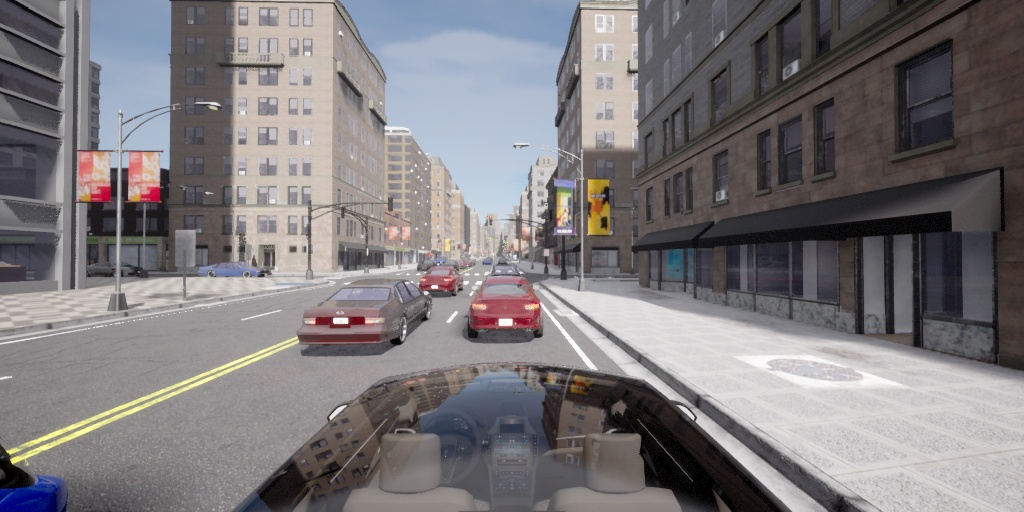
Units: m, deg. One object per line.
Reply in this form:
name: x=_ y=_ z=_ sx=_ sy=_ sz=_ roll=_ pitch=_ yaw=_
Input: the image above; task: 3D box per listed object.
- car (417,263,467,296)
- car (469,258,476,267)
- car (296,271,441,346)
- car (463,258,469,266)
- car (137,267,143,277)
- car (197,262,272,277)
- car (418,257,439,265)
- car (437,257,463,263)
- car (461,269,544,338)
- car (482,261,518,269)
car: x=-3.669 y=1.274 z=19.021 sx=1.812 sy=1.442 sz=4.674 roll=0 pitch=0 yaw=-2
car: x=-8.278 y=1.063 z=64.579 sx=2.097 sy=1.767 sz=4.553 roll=0 pitch=0 yaw=-1
car: x=-3.413 y=1.298 z=9.434 sx=2.033 sy=1.411 sz=5.357 roll=0 pitch=0 yaw=-2
car: x=-8.051 y=1.247 z=54.704 sx=1.812 sy=1.442 sz=4.674 roll=0 pitch=0 yaw=-1
car: x=-33.647 y=1.169 z=30.365 sx=4.181 sy=1.385 sz=1.994 roll=0 pitch=-1 yaw=-2
car: x=-23.681 y=1.194 z=30.689 sx=5.357 sy=1.411 sz=2.033 roll=0 pitch=-1 yaw=1
car: x=-11.105 y=1.206 z=47.201 sx=1.882 sy=1.535 sz=5.008 roll=0 pitch=0 yaw=-1
car: x=-7.807 y=1.207 z=45.500 sx=1.882 sy=1.535 sz=5.008 roll=0 pitch=0 yaw=-2
car: x=-0.183 y=1.276 z=10.116 sx=1.812 sy=1.442 sz=4.674 roll=0 pitch=0 yaw=-1
car: x=-0.413 y=1.240 z=19.200 sx=2.128 sy=1.511 sz=4.902 roll=0 pitch=0 yaw=-3
